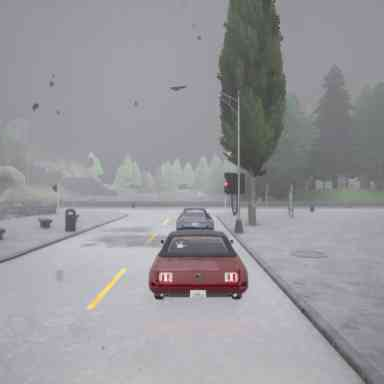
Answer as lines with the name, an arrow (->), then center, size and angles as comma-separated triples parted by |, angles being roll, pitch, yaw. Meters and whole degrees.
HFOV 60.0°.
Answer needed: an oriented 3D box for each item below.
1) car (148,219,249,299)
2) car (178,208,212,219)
car -> 0.125, 1.599, 8.373 | 1.895, 1.301, 4.718 | 0, 0, 0
car -> 0.157, 1.560, 18.413 | 1.994, 1.385, 4.181 | 0, 0, 0
